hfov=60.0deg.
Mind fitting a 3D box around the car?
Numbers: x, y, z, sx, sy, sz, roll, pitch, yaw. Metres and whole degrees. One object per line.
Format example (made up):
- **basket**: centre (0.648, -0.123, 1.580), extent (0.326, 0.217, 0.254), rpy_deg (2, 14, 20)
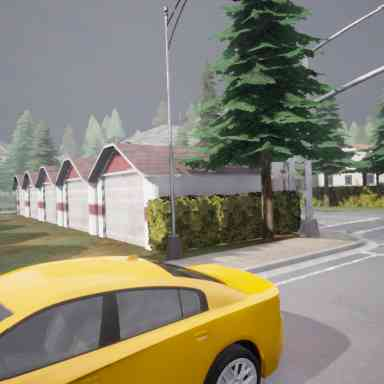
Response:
- **car**: centre (-1.296, 1.455, 3.068), extent (5.008, 1.535, 1.882), rpy_deg (-2, 1, -35)
